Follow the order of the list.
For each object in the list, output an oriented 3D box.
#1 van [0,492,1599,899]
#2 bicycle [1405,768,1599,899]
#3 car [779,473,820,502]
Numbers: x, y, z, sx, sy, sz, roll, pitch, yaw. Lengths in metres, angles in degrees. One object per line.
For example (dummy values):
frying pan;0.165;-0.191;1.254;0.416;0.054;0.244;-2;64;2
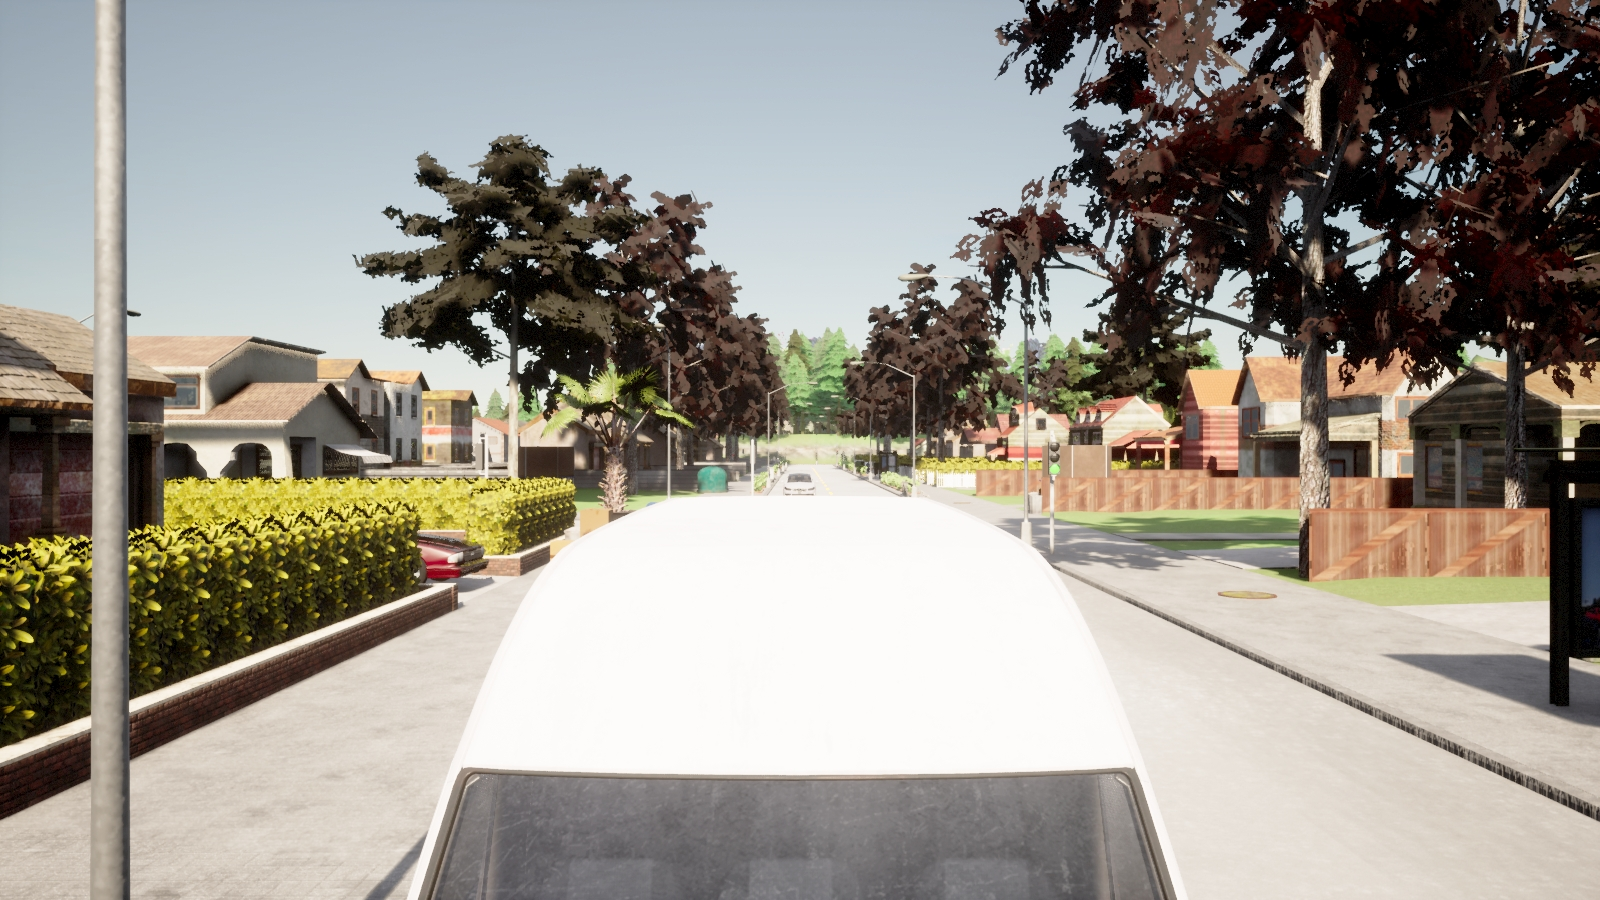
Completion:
van;0.002;1.537;4.030;1.988;2.561;5.915;0;0;0
bicycle;2.687;2.062;3.843;0.329;1.471;1.835;0;0;0
car;-0.024;2.087;64.511;2.231;1.480;4.892;0;0;0
